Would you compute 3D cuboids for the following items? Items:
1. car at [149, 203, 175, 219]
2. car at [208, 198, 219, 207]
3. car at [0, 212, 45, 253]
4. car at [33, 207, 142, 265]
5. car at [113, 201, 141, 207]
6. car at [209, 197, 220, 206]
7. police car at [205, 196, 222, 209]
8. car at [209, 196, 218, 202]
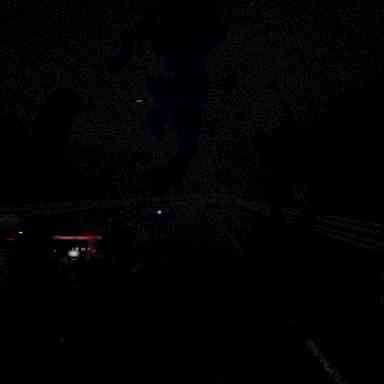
[{"bbox_3d":[-2.650,1.655,29.883,1.994,1.385,4.181,0,0,3],"label":"car"},{"bbox_3d":[3.737,1.756,57.588,1.812,1.442,4.674,0,0,5],"label":"car"},{"bbox_3d":[-6.723,1.553,13.719,1.812,1.442,4.674,0,0,1],"label":"car"},{"bbox_3d":[-3.263,1.517,11.719,2.128,1.511,4.902,0,0,1],"label":"car"},{"bbox_3d":[-6.067,1.572,31.679,1.882,1.535,5.008,0,0,3],"label":"car"},{"bbox_3d":[4.312,1.785,63.468,1.812,1.442,4.674,0,0,6],"label":"car"},{"bbox_3d":[2.911,1.608,47.888,1.930,1.638,5.238,0,0,4],"label":"police car"},{"bbox_3d":[5.410,1.816,82.249,1.994,1.385,4.181,0,0,8],"label":"car"}]
